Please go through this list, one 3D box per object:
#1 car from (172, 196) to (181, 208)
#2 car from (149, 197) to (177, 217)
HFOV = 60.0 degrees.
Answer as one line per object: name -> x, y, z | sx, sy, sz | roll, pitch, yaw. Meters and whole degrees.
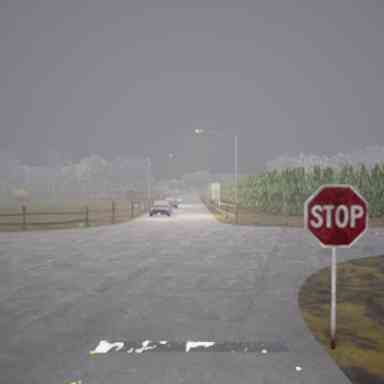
car -> -2.763, 1.395, 42.081 | 1.812, 1.442, 4.674 | 0, 0, 1
car -> -2.793, 1.470, 30.898 | 2.033, 1.411, 5.357 | 0, 0, 0
